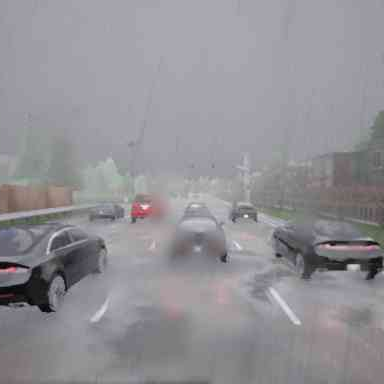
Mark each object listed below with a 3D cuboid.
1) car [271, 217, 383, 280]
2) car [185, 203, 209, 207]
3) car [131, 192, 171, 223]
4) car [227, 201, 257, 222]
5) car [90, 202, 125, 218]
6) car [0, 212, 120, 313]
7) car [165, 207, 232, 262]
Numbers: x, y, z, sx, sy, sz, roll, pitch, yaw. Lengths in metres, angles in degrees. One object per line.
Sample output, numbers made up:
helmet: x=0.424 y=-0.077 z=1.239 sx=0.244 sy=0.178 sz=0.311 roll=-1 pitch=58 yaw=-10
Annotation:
car: x=3.688 y=1.486 z=9.917 sx=2.128 sy=1.511 sz=4.902 roll=0 pitch=0 yaw=1
car: x=0.394 y=1.509 z=25.842 sx=1.994 sy=1.385 sz=4.181 roll=0 pitch=0 yaw=1
car: x=-3.115 y=1.154 z=24.995 sx=2.150 sy=2.045 sz=5.566 roll=0 pitch=0 yaw=1
car: x=3.900 y=1.466 z=26.120 sx=1.837 sy=1.490 sz=4.892 roll=0 pitch=0 yaw=1
car: x=-6.599 y=1.475 z=26.251 sx=1.994 sy=1.385 sz=4.181 roll=0 pitch=0 yaw=1
car: x=-3.357 y=1.460 z=7.554 sx=2.128 sy=1.511 sz=4.902 roll=0 pitch=0 yaw=1
car: x=0.222 y=1.500 z=11.974 sx=1.812 sy=1.442 sz=4.674 roll=0 pitch=0 yaw=1
